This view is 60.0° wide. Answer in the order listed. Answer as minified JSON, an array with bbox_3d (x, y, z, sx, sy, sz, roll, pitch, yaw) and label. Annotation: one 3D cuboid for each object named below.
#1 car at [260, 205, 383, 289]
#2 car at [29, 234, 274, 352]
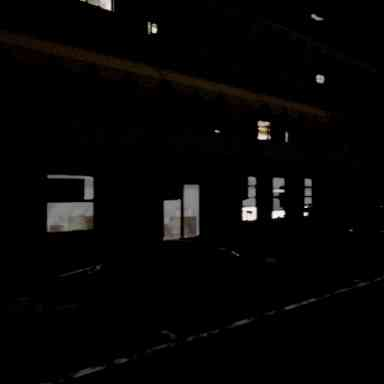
[{"bbox_3d":[3.936,1.311,9.396,5.009,1.841,2.192,0,0,-36],"label":"car"},{"bbox_3d":[-0.653,1.580,6.104,4.206,1.307,1.802,0,0,-36],"label":"car"}]
